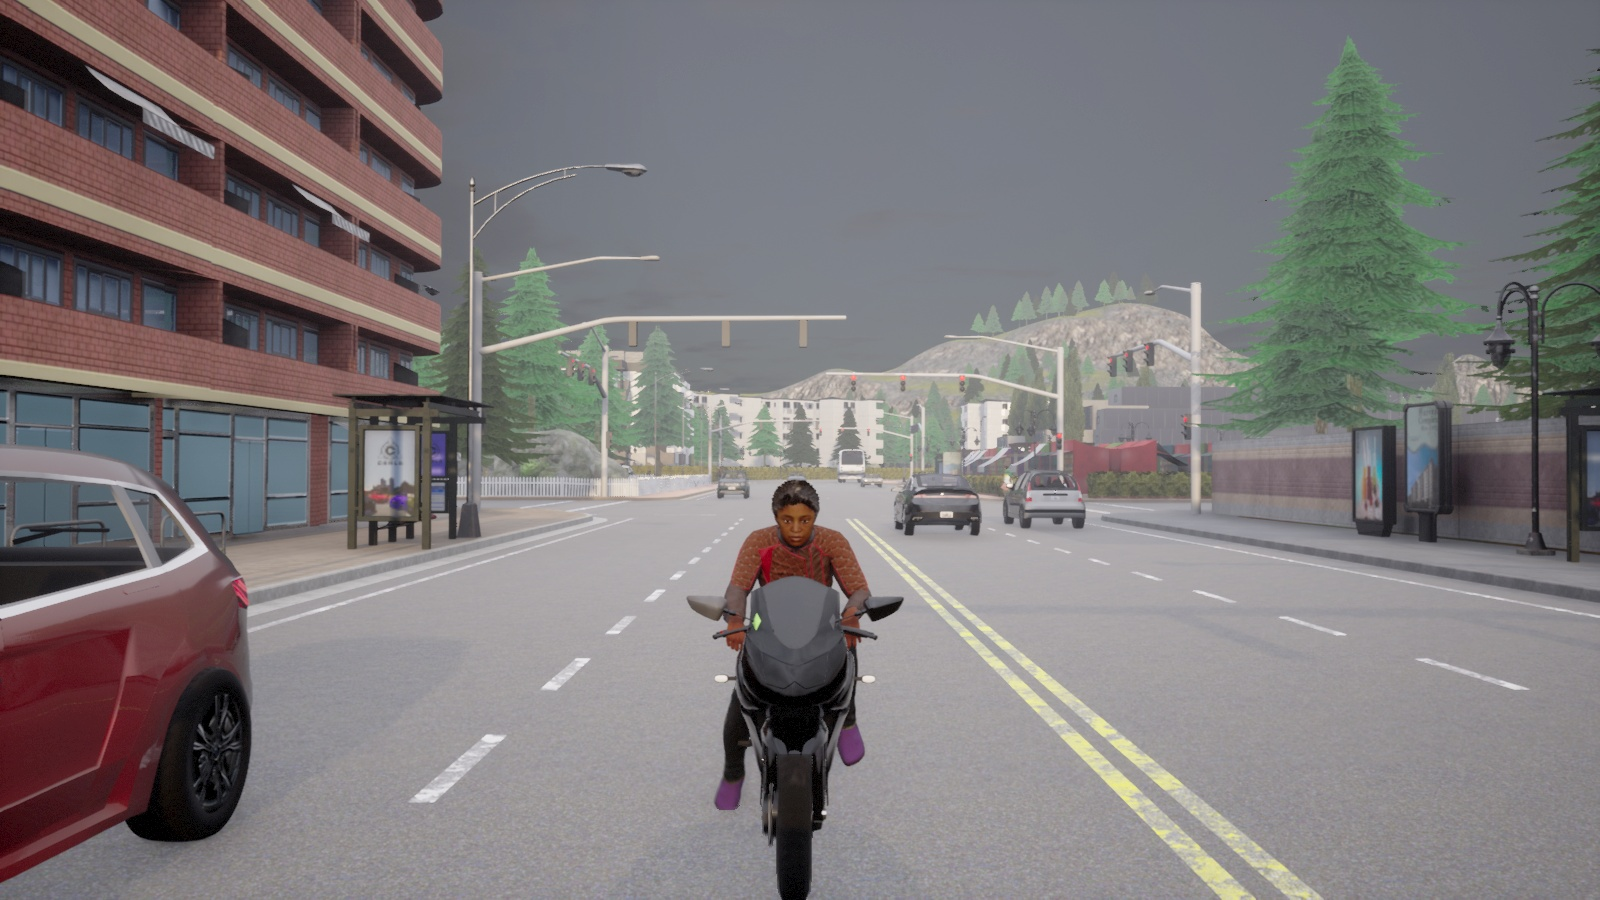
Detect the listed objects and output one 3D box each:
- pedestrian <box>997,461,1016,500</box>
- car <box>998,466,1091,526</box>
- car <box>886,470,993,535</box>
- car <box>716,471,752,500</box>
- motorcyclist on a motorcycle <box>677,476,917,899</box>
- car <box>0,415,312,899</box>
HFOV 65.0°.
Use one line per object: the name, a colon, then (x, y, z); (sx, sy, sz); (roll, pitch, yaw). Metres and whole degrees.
pedestrian: (10.422, 1.553, 63.332); (0.873, 1.952, 0.659); (0, -1, 6)
car: (6.917, 1.264, 35.869); (1.851, 1.617, 3.988); (0, -1, 0)
car: (3.427, 1.269, 31.714); (2.128, 1.511, 4.902); (0, -1, 0)
car: (-3.661, 1.937, 69.895); (1.789, 1.549, 3.705); (0, -1, 0)
motorcyclist on a motorcycle: (-0.012, 0.880, 5.222); (0.797, 1.523, 2.044); (0, -1, 0)
car: (-3.511, 0.735, 3.865); (2.242, 1.667, 4.611); (0, -1, 0)
